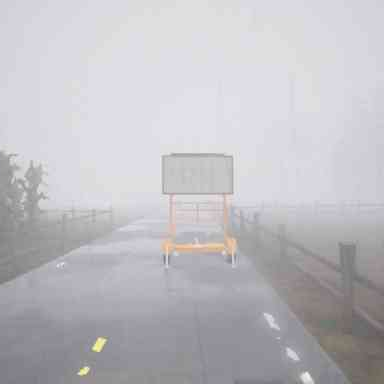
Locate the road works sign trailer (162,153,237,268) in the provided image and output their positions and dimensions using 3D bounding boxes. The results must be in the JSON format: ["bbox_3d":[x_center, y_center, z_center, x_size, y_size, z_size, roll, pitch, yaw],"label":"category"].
[{"bbox_3d":[0.189,0.485,11.375,2.380,3.560,2.880,0,0,-2],"label":"road works sign trailer"}]

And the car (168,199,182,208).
[{"bbox_3d":[-2.678,1.822,53.709,2.128,1.511,4.902,0,0,0],"label":"car"}]
